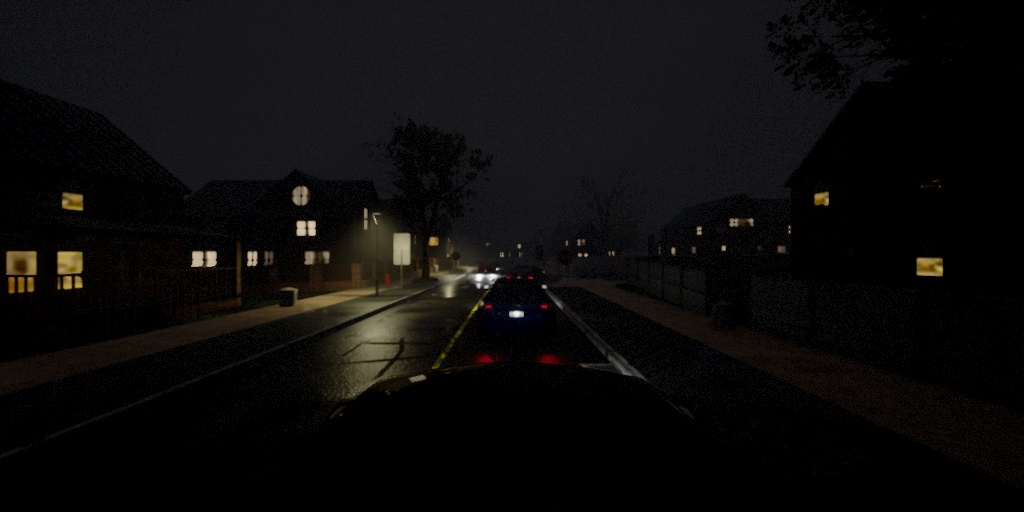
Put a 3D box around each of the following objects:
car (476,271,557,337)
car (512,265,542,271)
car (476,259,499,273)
[{"bbox_3d":[0.100,1.303,10.263,1.994,1.385,4.181,0,0,0],"label":"car"},{"bbox_3d":[0.958,1.259,22.565,2.033,1.411,5.357,0,0,12],"label":"car"},{"bbox_3d":[-2.859,1.275,41.162,1.895,1.301,4.718,0,0,0],"label":"car"}]
